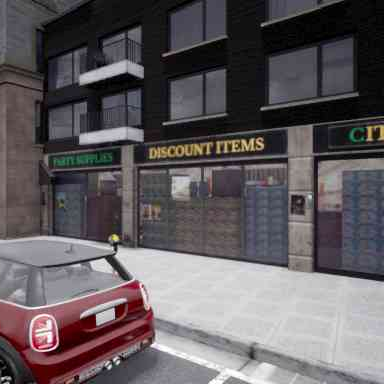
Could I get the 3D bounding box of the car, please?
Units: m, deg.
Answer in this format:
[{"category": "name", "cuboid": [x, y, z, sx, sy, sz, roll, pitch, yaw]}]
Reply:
[{"category": "car", "cuboid": [-2.559, 1.440, 4.905, 4.097, 1.590, 1.967, 0, 0, 36]}]
